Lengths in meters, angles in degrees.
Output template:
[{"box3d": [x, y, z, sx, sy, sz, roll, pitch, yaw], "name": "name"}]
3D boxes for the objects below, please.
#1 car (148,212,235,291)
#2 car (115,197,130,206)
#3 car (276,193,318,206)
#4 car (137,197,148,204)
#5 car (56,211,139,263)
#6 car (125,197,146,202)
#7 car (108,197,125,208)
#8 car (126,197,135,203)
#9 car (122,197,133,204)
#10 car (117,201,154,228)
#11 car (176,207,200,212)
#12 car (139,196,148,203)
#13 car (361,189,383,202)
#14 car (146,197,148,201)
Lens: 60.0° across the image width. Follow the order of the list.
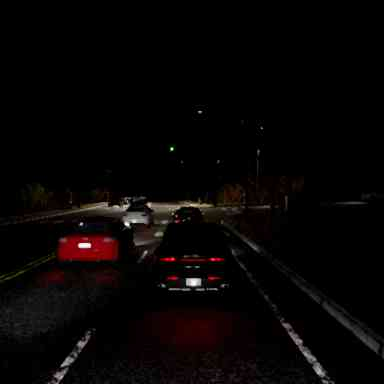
[{"box3d": [0.011, 1.526, 9.010, 1.837, 1.490, 4.892, 0, 0, 0], "name": "car"}, {"box3d": [-12.887, 1.718, 61.941, 2.128, 1.511, 4.902, 0, 0, -5], "name": "car"}, {"box3d": [12.088, 0.809, 38.266, 4.674, 1.442, 1.812, -3, 0, -2], "name": "car"}, {"box3d": [-10.508, 1.802, 71.012, 2.128, 1.511, 4.902, 0, 0, -6], "name": "car"}, {"box3d": [-3.294, 1.592, 12.058, 1.994, 1.385, 4.181, 0, 0, -1], "name": "car"}, {"box3d": [-8.776, 1.665, 52.184, 2.128, 1.511, 4.902, 0, 0, -5], "name": "car"}, {"box3d": [-12.092, 1.703, 52.851, 1.812, 1.442, 4.674, 0, 0, -5], "name": "car"}, {"box3d": [-15.116, 1.943, 81.914, 1.895, 1.301, 4.718, 0, 0, -7], "name": "car"}, {"box3d": [-13.853, 1.834, 71.668, 1.994, 1.385, 4.181, 0, 0, -7], "name": "car"}, {"box3d": [-3.599, 1.582, 22.582, 1.812, 1.442, 4.674, 0, 0, -2], "name": "car"}, {"box3d": [-0.222, 1.597, 19.962, 2.033, 1.411, 5.357, 0, 0, -1], "name": "car"}, {"box3d": [-11.741, 1.867, 81.152, 2.128, 1.511, 4.902, 0, 0, -7], "name": "car"}, {"box3d": [22.158, 0.351, 38.717, 4.674, 1.442, 1.812, -3, 0, -3], "name": "car"}, {"box3d": [-9.548, 1.786, 61.038, 1.994, 1.385, 4.181, 0, 0, -5], "name": "car"}]
